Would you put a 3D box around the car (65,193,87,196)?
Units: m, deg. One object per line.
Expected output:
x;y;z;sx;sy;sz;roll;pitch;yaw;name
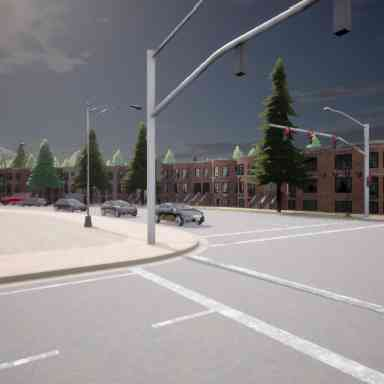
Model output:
-18.919;1.221;52.865;5.566;2.045;2.150;0;0;23;car

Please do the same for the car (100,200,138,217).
-6.838;1.505;30.902;1.837;1.490;4.892;0;0;-40;car

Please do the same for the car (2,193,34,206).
-29.038;1.221;55.918;5.566;2.045;2.150;0;0;10;car

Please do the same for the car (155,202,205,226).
-1.072;1.492;23.352;2.128;1.511;4.902;0;0;-36;car

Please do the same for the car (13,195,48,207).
-24.176;1.547;51.132;5.357;1.411;2.033;0;0;17;car

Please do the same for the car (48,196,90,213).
-13.827;1.504;37.798;4.892;1.490;1.837;0;0;37;car
